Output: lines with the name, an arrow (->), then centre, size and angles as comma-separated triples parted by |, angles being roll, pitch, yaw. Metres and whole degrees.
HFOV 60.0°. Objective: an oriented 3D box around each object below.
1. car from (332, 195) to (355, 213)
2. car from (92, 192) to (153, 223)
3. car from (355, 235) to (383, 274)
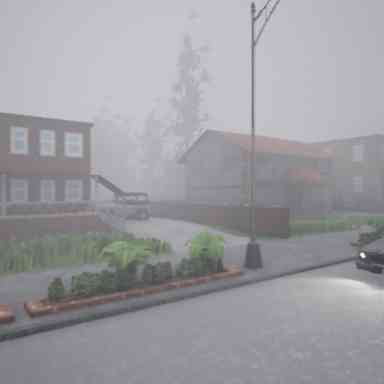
car -> 12.410, 1.059, 29.648 | 1.845, 1.501, 3.633 | 0, 0, -35
car -> -4.326, 0.950, 20.481 | 3.866, 1.878, 1.905 | 0, 0, -35
car -> 6.849, 1.518, 9.450 | 5.357, 1.411, 2.033 | 0, 0, -35
